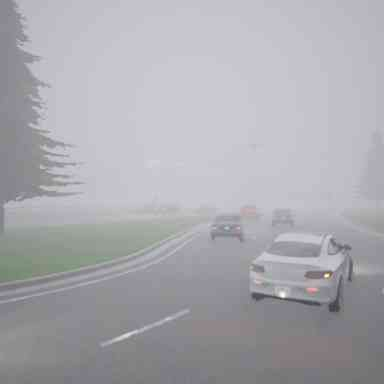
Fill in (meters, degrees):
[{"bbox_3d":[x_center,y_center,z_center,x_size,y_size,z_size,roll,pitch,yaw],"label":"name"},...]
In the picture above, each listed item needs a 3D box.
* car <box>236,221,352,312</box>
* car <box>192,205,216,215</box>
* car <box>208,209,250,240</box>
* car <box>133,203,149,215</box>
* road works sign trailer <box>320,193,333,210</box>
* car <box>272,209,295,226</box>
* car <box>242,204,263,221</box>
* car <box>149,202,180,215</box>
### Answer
[{"bbox_3d":[2.813,1.701,8.226,1.812,1.442,4.674,0,-1,29],"label":"car"},{"bbox_3d":[1.987,2.638,50.458,2.033,1.411,5.357,-1,-1,29],"label":"car"},{"bbox_3d":[2.199,1.969,19.528,2.033,1.411,5.357,0,-1,9],"label":"car"},{"bbox_3d":[-6.700,2.441,49.300,2.097,1.767,4.553,-1,-1,30],"label":"car"},{"bbox_3d":[26.745,1.825,66.096,2.380,3.560,2.880,-1,-1,26],"label":"road works sign trailer"},{"bbox_3d":[7.906,2.155,28.865,2.033,1.411,5.357,-1,-1,15],"label":"car"},{"bbox_3d":[6.365,2.111,35.692,2.097,1.767,4.553,-1,-1,18],"label":"car"},{"bbox_3d":[-3.551,2.399,47.765,2.097,1.767,4.553,-1,-1,29],"label":"car"}]
